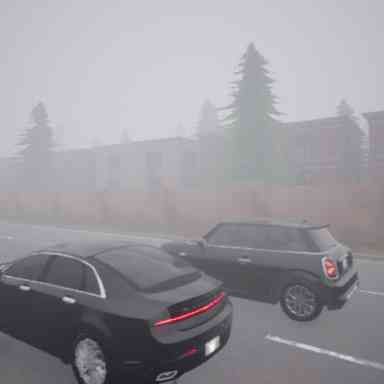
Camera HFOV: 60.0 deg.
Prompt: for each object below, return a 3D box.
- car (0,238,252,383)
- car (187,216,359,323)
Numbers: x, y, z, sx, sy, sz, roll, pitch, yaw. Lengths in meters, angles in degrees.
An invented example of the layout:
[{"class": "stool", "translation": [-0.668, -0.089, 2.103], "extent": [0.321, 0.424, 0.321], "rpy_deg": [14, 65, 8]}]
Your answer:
[{"class": "car", "translation": [-1.739, 1.523, 5.232], "extent": [4.892, 1.490, 1.837], "rpy_deg": [0, 0, 36]}, {"class": "car", "translation": [1.132, 1.366, 7.480], "extent": [4.553, 1.767, 2.097], "rpy_deg": [0, 0, 36]}]
